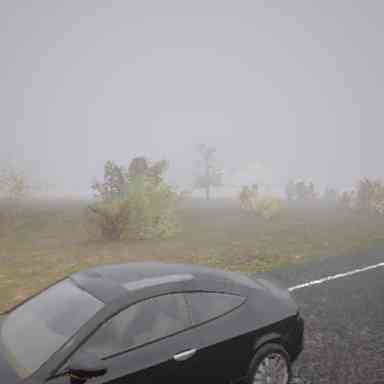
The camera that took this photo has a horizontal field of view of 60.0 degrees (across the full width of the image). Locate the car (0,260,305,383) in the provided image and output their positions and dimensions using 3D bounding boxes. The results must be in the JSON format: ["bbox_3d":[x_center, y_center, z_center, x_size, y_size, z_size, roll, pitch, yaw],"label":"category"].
[{"bbox_3d":[-0.782,1.521,3.314,4.674,1.442,1.812,0,0,-36],"label":"car"}]
